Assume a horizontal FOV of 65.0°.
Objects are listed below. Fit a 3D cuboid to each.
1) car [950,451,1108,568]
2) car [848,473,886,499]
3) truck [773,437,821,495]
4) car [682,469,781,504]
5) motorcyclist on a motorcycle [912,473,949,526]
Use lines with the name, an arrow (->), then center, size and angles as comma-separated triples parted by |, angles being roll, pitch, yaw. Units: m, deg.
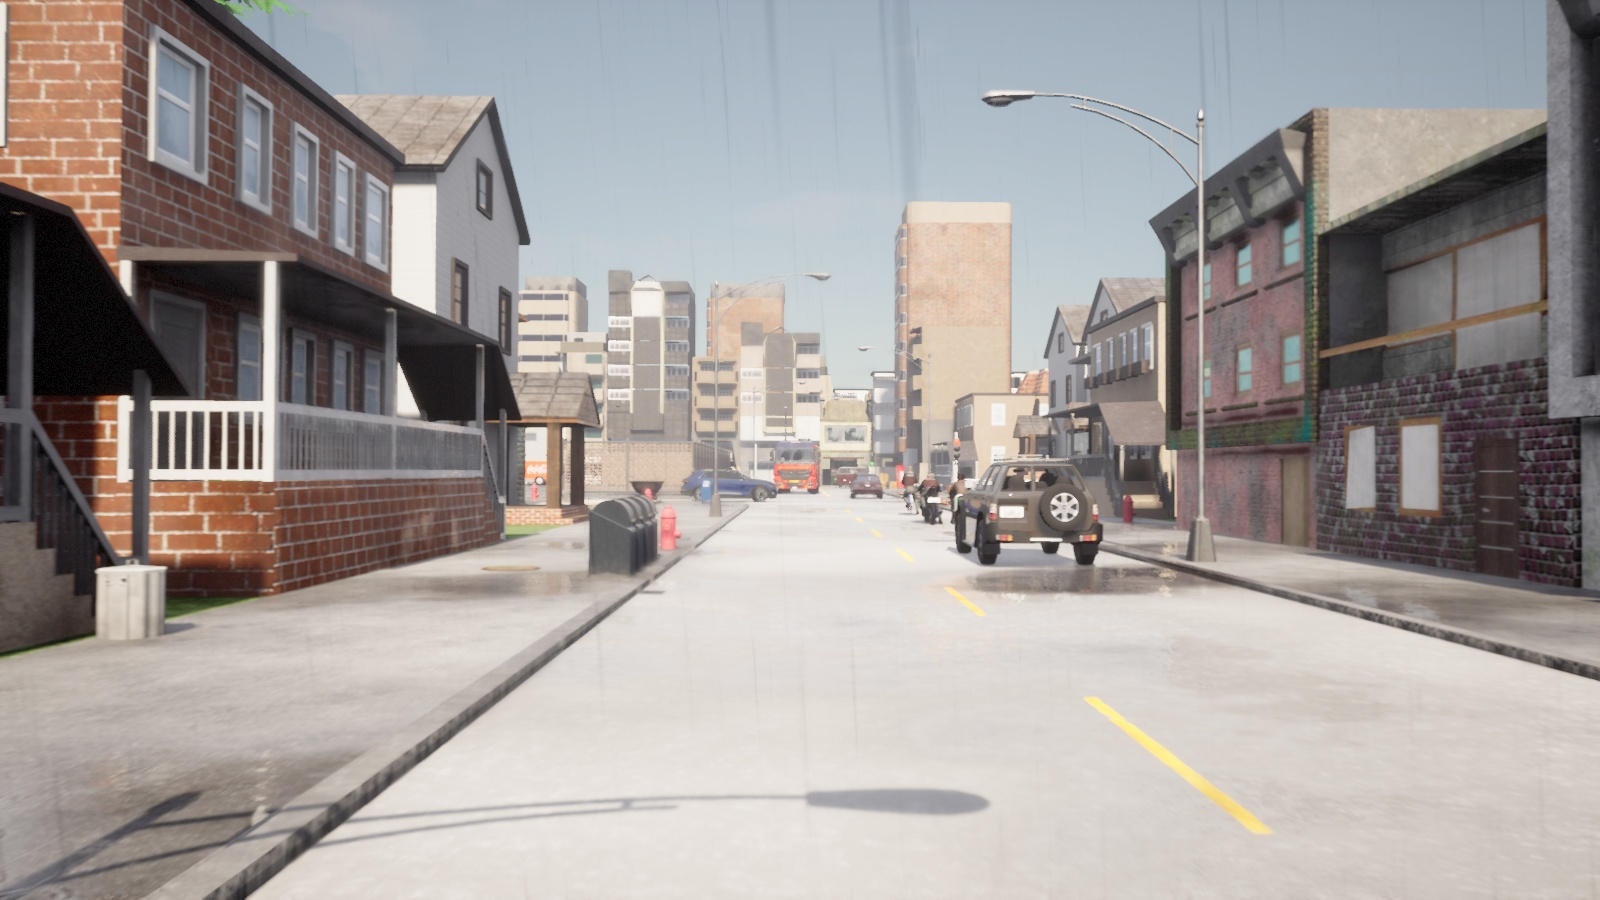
car -> 3.942, 0.990, 22.414 | 1.932, 1.855, 4.605 | 0, -1, 0
car -> 3.881, 2.075, 73.540 | 2.033, 1.411, 5.357 | 0, -1, 1
truck -> -0.151, 1.109, 87.290 | 2.891, 3.827, 8.468 | 0, -1, 3
car -> -3.467, 1.805, 62.688 | 4.856, 1.649, 2.033 | 0, -1, -6
motorcyclist on a motorcycle -> 3.903, 1.464, 37.686 | 0.866, 1.530, 2.191 | 0, -1, 0
